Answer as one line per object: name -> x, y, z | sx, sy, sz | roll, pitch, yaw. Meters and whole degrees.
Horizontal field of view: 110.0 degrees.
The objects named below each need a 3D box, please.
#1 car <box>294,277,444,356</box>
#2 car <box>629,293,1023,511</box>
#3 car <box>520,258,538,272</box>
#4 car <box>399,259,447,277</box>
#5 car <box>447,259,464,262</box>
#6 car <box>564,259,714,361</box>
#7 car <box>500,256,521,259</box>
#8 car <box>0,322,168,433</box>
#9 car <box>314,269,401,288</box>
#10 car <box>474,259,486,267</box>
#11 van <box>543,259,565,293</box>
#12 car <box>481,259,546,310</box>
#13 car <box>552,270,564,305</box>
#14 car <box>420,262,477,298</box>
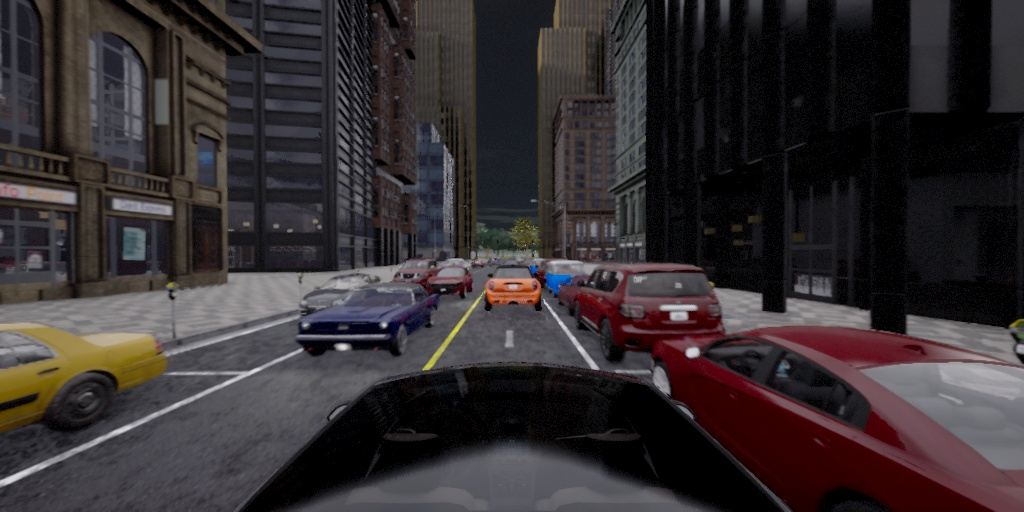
car -> -3.119, 1.373, 8.794 | 1.895, 1.301, 4.718 | 0, 0, 0
car -> 2.766, 1.293, 3.194 | 1.888, 1.381, 4.507 | 0, 0, 0
car -> 2.203, 1.199, 47.468 | 2.097, 1.767, 4.553 | 0, 0, 0
car -> -5.843, 1.124, 22.715 | 2.192, 1.841, 5.009 | 0, 0, 0
car -> -5.884, 1.270, 32.487 | 1.967, 1.591, 4.097 | 0, 0, 0
car -> 2.751, 1.075, 8.282 | 2.192, 1.841, 5.009 | 0, 0, 0
car -> -0.066, 1.192, 43.008 | 2.097, 1.767, 4.553 | 0, 0, 0
car -> -5.761, 1.289, 3.000 | 1.751, 1.417, 4.829 | 0, 0, 0
car -> -5.803, 1.337, 12.942 | 2.007, 1.370, 4.403 | 0, 0, 0
car -> -6.013, 1.432, 63.459 | 1.888, 1.381, 4.507 | 0, 0, 0
van -> 2.720, 1.125, 18.457 | 1.690, 1.789, 3.998 | 0, 0, 0
car -> 0.042, 1.132, 14.973 | 2.097, 1.767, 4.553 | 0, 0, 0
car -> 2.735, 1.354, 13.370 | 1.802, 1.307, 4.207 | 0, 0, 0
car -> -3.156, 1.273, 18.913 | 1.882, 1.535, 5.008 | 0, 0, 0
